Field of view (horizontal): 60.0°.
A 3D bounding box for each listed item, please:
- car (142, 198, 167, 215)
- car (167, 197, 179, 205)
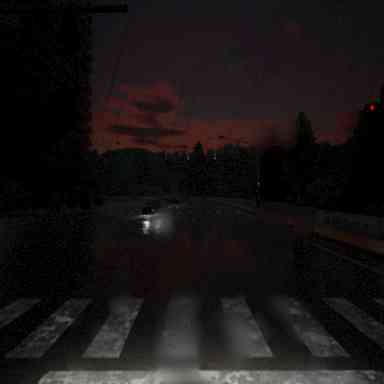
[{"bbox_3d":[-3.833,1.545,33.356,1.994,1.385,4.181,0,0,-4],"label":"car"},{"bbox_3d":[-3.540,1.510,58.539,1.895,1.301,4.718,0,0,-13],"label":"car"}]
